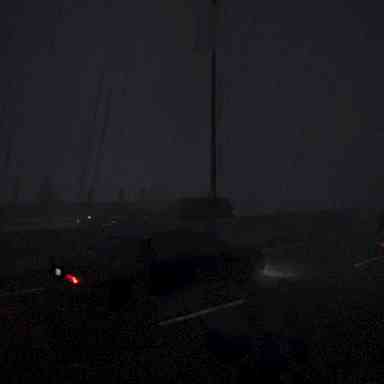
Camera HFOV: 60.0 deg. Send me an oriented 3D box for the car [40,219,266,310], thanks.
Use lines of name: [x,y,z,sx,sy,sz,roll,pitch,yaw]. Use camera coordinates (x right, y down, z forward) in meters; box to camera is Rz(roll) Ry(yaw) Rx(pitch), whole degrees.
car: [-0.591,1.580,7.887,5.357,1.411,2.033,0,0,-39]

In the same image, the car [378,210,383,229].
car: [13.595,1.637,21.743,1.837,1.490,4.892,0,0,41]

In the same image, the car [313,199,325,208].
car: [20.844,1.843,54.456,2.033,1.411,5.357,0,0,22]

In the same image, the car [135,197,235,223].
car: [0.018,1.300,17.881,5.566,2.045,2.150,0,0,-43]

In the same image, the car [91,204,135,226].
car: [-3.361,1.642,19.603,4.181,1.385,1.994,0,0,-42]

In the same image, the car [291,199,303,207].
car: [18.191,1.849,57.326,2.033,1.411,5.357,0,0,21]

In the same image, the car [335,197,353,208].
car: [23.999,1.650,53.039,2.097,1.767,4.553,0,0,21]

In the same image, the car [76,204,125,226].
car: [-5.327,1.577,22.512,4.902,1.511,2.128,0,0,-42]
